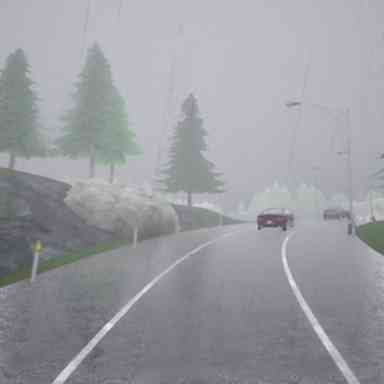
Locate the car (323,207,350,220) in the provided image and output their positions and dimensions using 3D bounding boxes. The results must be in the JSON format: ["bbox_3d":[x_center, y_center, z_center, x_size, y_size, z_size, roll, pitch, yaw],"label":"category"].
[{"bbox_3d":[17.015,2.486,38.786,2.128,1.511,4.902,-5,-5,45],"label":"car"}]

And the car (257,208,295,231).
[{"bbox_3d":[6.054,1.866,23.687,1.882,1.535,5.008,-2,-3,26],"label":"car"}]
